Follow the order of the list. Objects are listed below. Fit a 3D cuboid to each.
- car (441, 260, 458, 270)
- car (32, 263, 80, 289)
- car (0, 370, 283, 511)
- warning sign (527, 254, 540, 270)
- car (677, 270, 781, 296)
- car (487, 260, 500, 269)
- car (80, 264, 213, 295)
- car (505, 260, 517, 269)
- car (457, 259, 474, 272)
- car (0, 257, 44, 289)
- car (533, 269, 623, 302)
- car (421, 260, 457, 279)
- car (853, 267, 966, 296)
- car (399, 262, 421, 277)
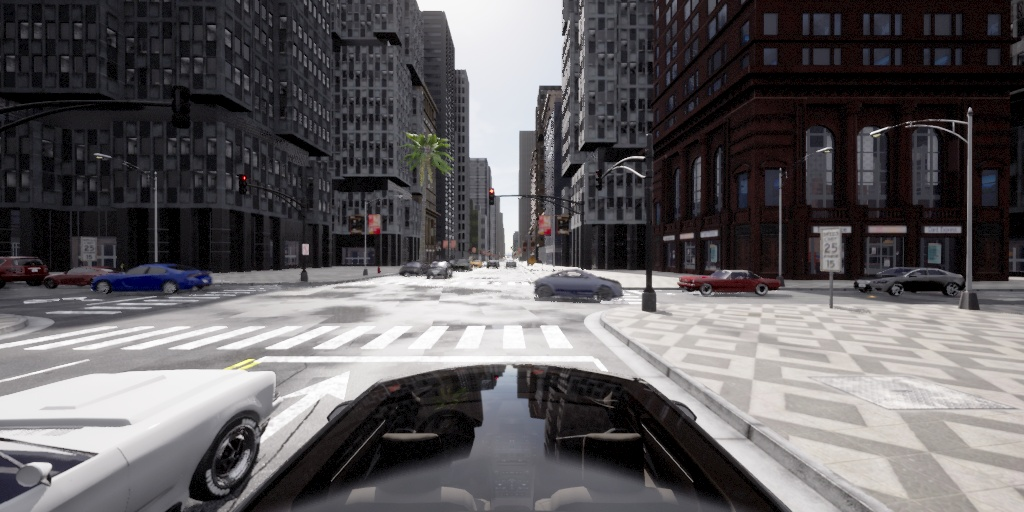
[{"bbox_3d":[-10.070,1.393,57.956,1.882,1.535,5.008,0,0,0],"label":"car"},{"bbox_3d":[-25.151,1.239,21.394,4.207,1.307,1.802,0,0,-1],"label":"car"},{"bbox_3d":[-3.149,1.351,1.454,1.895,1.301,4.718,0,0,-3],"label":"car"},{"bbox_3d":[2.654,0.957,47.599,1.300,1.860,1.060,0,0,0],"label":"warning sign"},{"bbox_3d":[11.649,1.420,19.525,4.718,1.301,1.895,0,0,0],"label":"car"},{"bbox_3d":[-3.410,1.459,62.686,1.837,1.490,4.892,0,-1,0],"label":"car"},{"bbox_3d":[-18.682,1.172,18.761,5.008,1.535,1.882,0,1,-5],"label":"car"},{"bbox_3d":[-0.160,1.455,63.650,2.128,1.511,4.902,0,-1,0],"label":"car"},{"bbox_3d":[-6.798,1.205,49.193,2.097,1.767,4.553,0,0,0],"label":"car"},{"bbox_3d":[-30.789,0.952,21.282,5.009,1.841,2.192,0,0,-1],"label":"car"},{"bbox_3d":[3.081,1.332,17.021,4.181,1.385,1.994,1,0,13],"label":"car"},{"bbox_3d":[-6.749,1.274,33.612,2.128,1.511,4.902,0,0,-2],"label":"car"},{"bbox_3d":[21.548,1.356,19.561,4.902,1.511,2.128,0,0,0],"label":"car"},{"bbox_3d":[-10.001,1.340,36.959,2.033,1.411,5.357,0,0,0],"label":"car"}]
